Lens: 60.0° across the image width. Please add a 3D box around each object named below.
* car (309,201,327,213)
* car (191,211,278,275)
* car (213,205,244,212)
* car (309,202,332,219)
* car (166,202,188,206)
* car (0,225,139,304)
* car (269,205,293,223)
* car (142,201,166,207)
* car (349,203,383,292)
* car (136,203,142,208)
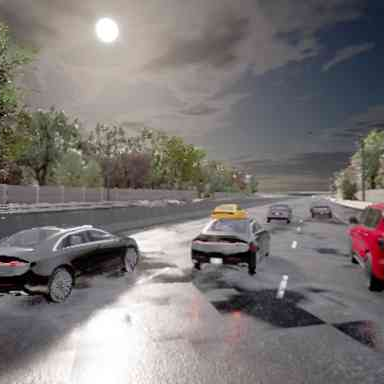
[{"bbox_3d":[16.091,1.934,42.569,1.994,1.385,4.181,0,-1,20],"label":"car"},{"bbox_3d":[1.442,1.594,10.951,2.128,1.511,4.902,0,-1,19],"label":"car"},{"bbox_3d":[2.917,1.725,25.792,1.882,1.535,5.008,0,-1,19],"label":"car"},{"bbox_3d":[12.739,1.774,32.816,2.128,1.511,4.902,0,-1,20],"label":"car"},{"bbox_3d":[-1.488,2.028,45.626,1.994,1.385,4.181,0,-1,19],"label":"car"},{"bbox_3d":[-3.108,1.587,8.538,2.128,1.511,4.902,0,-1,19],"label":"car"},{"bbox_3d":[7.466,1.802,28.206,2.033,1.411,5.357,0,-1,19],"label":"car"},{"bbox_3d":[-4.730,1.994,46.958,1.837,1.490,4.892,0,-1,19],"label":"car"},{"bbox_3d":[5.623,1.292,8.902,2.150,2.045,5.566,0,-1,19],"label":"car"},{"bbox_3d":[-6.920,2.068,51.296,1.812,1.442,4.674,0,-1,19],"label":"car"}]
